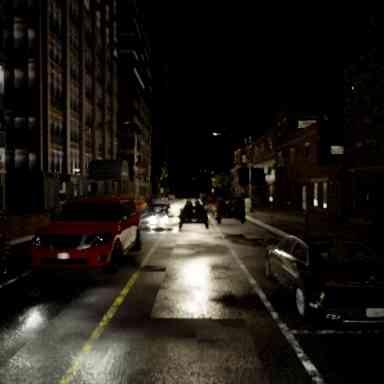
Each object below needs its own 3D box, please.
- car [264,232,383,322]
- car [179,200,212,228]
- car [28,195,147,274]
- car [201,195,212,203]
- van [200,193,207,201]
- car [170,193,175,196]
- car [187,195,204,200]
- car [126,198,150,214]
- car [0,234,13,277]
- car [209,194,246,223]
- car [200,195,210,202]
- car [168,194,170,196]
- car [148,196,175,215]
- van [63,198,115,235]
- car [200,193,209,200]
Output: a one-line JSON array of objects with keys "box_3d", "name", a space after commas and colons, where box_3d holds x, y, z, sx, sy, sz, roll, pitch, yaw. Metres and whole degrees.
[{"box_3d": [2.694, 1.529, 7.072, 2.008, 1.369, 4.403, -1, 0, 0], "name": "car"}, {"box_3d": [0.114, 1.459, 21.545, 1.812, 1.442, 4.674, 0, 0, 0], "name": "car"}, {"box_3d": [-3.049, 1.190, 10.803, 2.150, 2.045, 5.566, 0, 0, 1], "name": "car"}, {"box_3d": [2.705, 1.371, 63.152, 1.947, 1.339, 4.313, -1, 0, 0], "name": "car"}, {"box_3d": [2.709, 1.095, 79.755, 1.690, 1.788, 3.998, -1, 0, 0], "name": "van"}, {"box_3d": [-5.665, 1.159, 90.842, 1.967, 1.590, 4.097, -1, 0, 0], "name": "car"}, {"box_3d": [0.117, 1.419, 41.564, 2.033, 1.411, 5.357, 0, 0, 0], "name": "car"}, {"box_3d": [-5.687, 1.416, 35.324, 1.752, 1.417, 4.829, -1, 0, 0], "name": "car"}, {"box_3d": [-5.711, 1.418, 7.092, 1.967, 1.590, 4.097, -1, 0, 0], "name": "car"}, {"box_3d": [2.686, 1.240, 24.410, 2.192, 1.841, 5.009, -1, 0, 0], "name": "car"}, {"box_3d": [2.708, 1.370, 68.687, 1.802, 1.307, 4.206, -1, 0, 0], "name": "car"}, {"box_3d": [-5.676, 1.330, 62.997, 1.752, 1.417, 4.829, -1, 0, 0], "name": "car"}, {"box_3d": [-3.082, 1.392, 32.204, 2.128, 1.511, 4.902, 0, 0, 0], "name": "car"}, {"box_3d": [-5.696, 1.283, 18.889, 1.690, 1.788, 3.998, -1, 0, 0], "name": "van"}, {"box_3d": [2.697, 1.154, 52.083, 2.192, 1.841, 5.009, -1, 0, 0], "name": "car"}]
